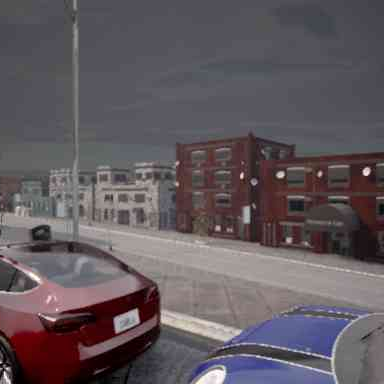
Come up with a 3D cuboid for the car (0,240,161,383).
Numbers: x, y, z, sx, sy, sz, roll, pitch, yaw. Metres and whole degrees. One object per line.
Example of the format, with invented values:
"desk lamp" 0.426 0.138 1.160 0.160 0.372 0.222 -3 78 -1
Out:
"car" -2.658 1.491 5.086 4.792 1.488 2.163 0 0 35
